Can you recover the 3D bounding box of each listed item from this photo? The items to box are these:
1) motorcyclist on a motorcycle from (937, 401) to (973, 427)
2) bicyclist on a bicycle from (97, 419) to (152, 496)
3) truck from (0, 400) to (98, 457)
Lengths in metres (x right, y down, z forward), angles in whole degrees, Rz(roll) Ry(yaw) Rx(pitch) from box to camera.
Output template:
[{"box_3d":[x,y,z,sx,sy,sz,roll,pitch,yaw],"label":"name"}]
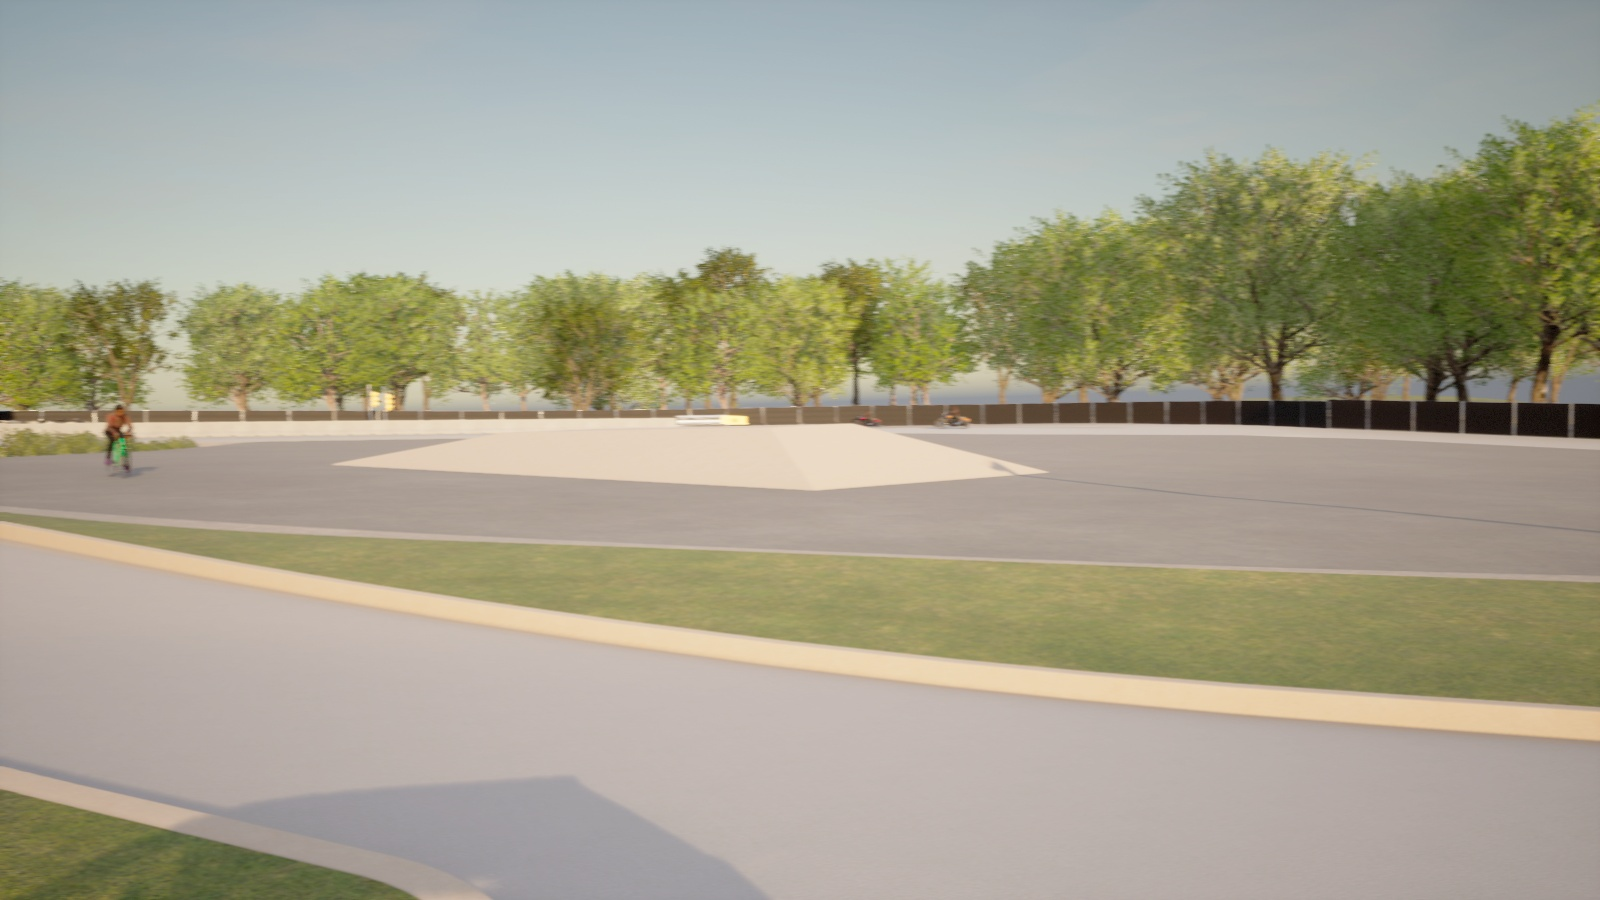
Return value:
[{"box_3d":[10.480,-2.442,85.134,2.350,1.649,0.766,-1,3,5],"label":"motorcyclist on a motorcycle"},{"box_3d":[-14.899,0.143,27.689,0.582,1.620,1.656,-3,3,-44],"label":"bicyclist on a bicycle"},{"box_3d":[-49.075,-1.358,79.489,7.936,3.462,2.891,-2,2,-29],"label":"truck"}]
